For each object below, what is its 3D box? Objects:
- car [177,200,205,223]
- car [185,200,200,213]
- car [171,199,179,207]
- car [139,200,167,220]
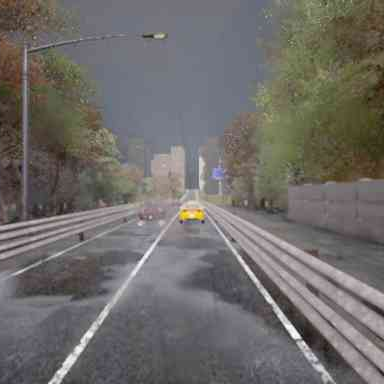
[{"bbox_3d":[0.025,1.589,26.866,1.882,1.535,5.008,0,0,0],"label":"car"},{"bbox_3d":[0.076,1.844,43.517,1.812,1.442,4.674,0,-1,0],"label":"car"},{"bbox_3d":[-3.243,2.269,69.667,1.882,1.535,5.008,0,-1,0],"label":"car"},{"bbox_3d":[-3.344,1.486,29.254,2.097,1.767,4.553,0,-1,0],"label":"car"}]
